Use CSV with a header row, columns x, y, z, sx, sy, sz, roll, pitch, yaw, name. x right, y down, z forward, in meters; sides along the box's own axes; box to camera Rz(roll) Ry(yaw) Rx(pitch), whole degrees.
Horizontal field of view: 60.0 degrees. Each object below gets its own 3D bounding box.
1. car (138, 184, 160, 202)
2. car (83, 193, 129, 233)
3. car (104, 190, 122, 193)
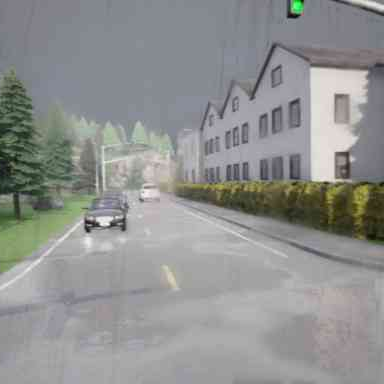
x,y,z,sx,sy,sz,roll,pitch,yaw,name
-5.103,0.077,39.107,2.150,2.045,5.566,-2,2,-13,car
-4.250,1.035,16.645,2.128,1.511,4.902,-2,2,-12,car
-6.223,0.635,26.229,2.097,1.767,4.553,-2,2,-12,car
